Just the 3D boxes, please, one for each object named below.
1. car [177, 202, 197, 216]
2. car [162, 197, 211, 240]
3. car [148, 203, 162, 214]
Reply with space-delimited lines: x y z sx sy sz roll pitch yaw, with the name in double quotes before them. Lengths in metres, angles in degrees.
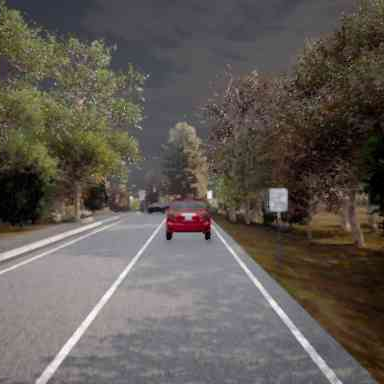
"car" -0.546 1.802 35.665 2.033 1.411 5.357 0 -2 -1
"car" -0.202 1.284 17.689 2.150 2.045 5.566 0 0 -1
"car" -4.273 2.054 40.997 1.895 1.301 4.718 0 -3 -1
